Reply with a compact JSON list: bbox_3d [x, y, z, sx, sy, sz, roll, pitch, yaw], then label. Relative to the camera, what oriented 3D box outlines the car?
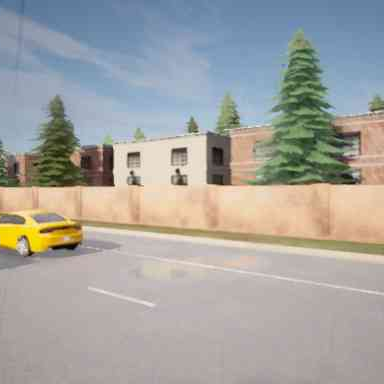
[{"bbox_3d":[-6.283,1.442,12.776,5.008,1.535,1.882,0,0,36],"label":"car"}]
